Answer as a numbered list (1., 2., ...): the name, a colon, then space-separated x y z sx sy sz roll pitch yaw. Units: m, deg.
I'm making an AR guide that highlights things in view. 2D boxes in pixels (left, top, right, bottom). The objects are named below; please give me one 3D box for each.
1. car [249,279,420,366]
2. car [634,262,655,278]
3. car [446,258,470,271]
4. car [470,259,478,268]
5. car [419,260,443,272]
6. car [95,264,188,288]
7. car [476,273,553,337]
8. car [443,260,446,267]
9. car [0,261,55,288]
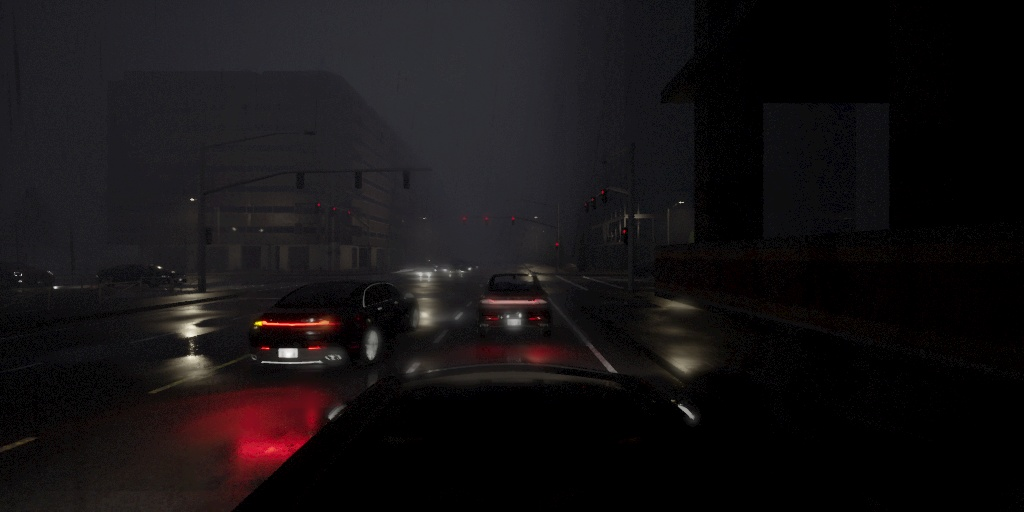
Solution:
1. car: -3.451 1.255 7.977 1.837 1.490 4.892 0 0 0
2. car: 13.949 1.297 34.287 4.902 1.511 2.128 0 0 0
3. car: -7.486 1.228 50.337 1.882 1.535 5.008 0 0 0
4. car: -7.405 1.314 60.354 1.994 1.385 4.181 0 0 1
5. car: -10.980 1.241 47.566 2.128 1.511 4.902 0 0 0
6. car: -24.326 1.297 23.655 4.902 1.511 2.128 0 0 0
7. car: 0.059 1.242 10.297 2.128 1.511 4.902 0 0 0
8. car: -10.942 1.351 57.437 1.895 1.301 4.718 0 0 1
9. car: -33.393 1.157 23.673 4.553 1.767 2.097 0 0 0
